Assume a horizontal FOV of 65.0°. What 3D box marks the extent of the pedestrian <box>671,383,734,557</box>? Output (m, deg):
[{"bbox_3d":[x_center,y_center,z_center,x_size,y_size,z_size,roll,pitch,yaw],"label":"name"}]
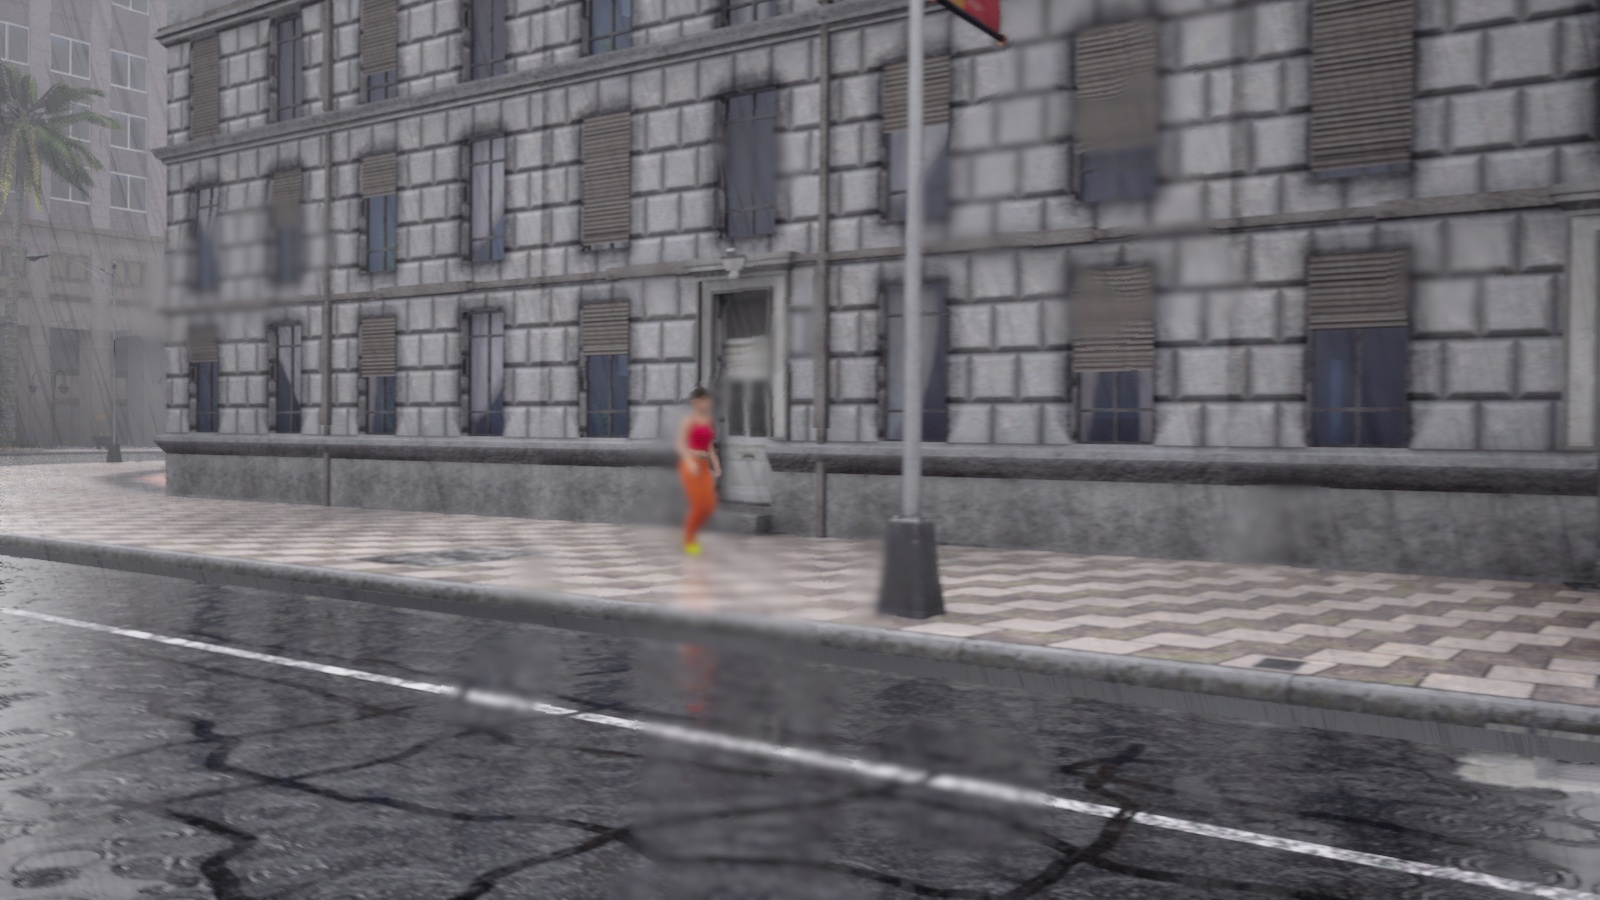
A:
[{"bbox_3d":[-1.054,0.213,13.576,0.594,1.836,0.345,0,1,40],"label":"pedestrian"}]
